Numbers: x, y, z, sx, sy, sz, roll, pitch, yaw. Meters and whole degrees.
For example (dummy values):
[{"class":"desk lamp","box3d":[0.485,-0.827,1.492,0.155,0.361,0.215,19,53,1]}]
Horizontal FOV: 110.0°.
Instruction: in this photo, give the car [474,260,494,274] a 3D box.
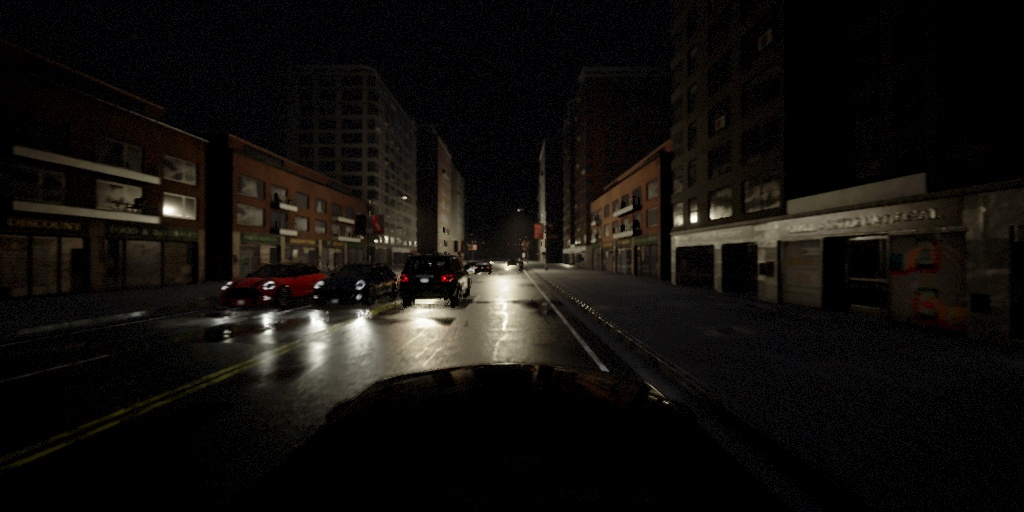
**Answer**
[{"class":"car","box3d":[-3.144,1.298,40.519,2.033,1.411,5.357,0,0,0]}]

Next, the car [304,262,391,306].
[{"class":"car","box3d":[-6.595,1.102,15.604,2.097,1.767,4.553,0,0,0]}]

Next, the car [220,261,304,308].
[{"class":"car","box3d":[-9.847,1.102,15.264,2.097,1.767,4.553,0,0,0]}]

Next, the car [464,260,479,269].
[{"class":"car","box3d":[-6.531,1.354,58.326,1.895,1.301,4.718,0,0,1]}]

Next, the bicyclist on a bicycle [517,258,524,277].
[{"class":"bicyclist on a bicycle","box3d":[0.898,1.203,34.186,0.582,1.620,1.656,0,0,0]}]

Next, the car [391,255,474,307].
[{"class":"car","box3d":[-3.149,0.971,15.578,2.150,2.045,5.566,0,0,0]}]

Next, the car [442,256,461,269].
[{"class":"car","box3d":[-9.780,0.975,58.280,2.150,2.045,5.566,0,0,1]}]

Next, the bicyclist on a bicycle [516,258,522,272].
[{"class":"bicyclist on a bicycle","box3d":[0.899,1.121,44.719,0.659,1.776,1.843,0,0,0]}]
